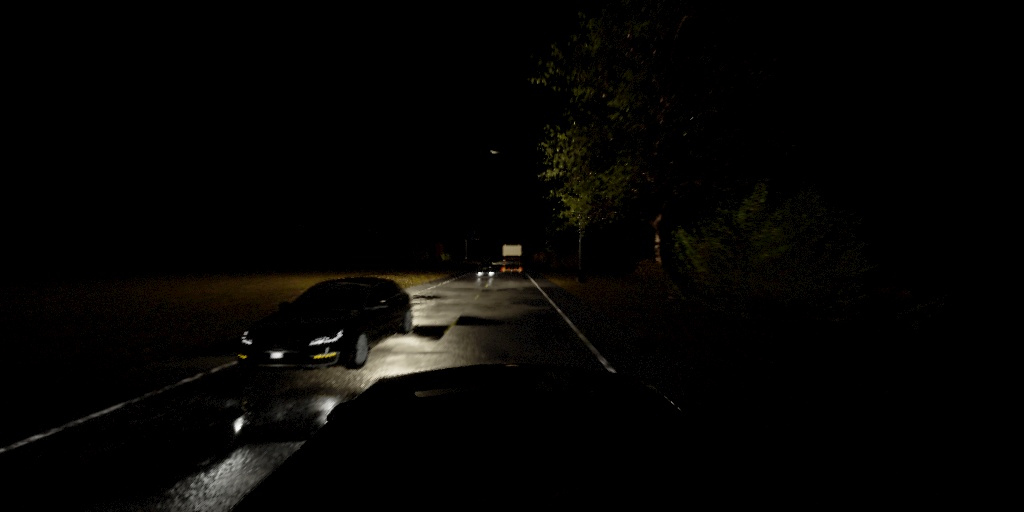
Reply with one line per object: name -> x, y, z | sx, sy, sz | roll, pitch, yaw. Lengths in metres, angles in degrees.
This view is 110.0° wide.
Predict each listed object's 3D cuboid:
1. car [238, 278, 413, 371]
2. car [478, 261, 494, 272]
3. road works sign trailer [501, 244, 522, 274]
car -> -3.595, 1.274, 7.912 | 1.837, 1.490, 4.892 | 0, 0, 0
car -> -3.548, 1.425, 49.360 | 1.837, 1.490, 4.892 | 0, 0, 0
road works sign trailer -> 0.008, 0.363, 43.637 | 2.380, 3.560, 2.880 | 0, 0, 0
